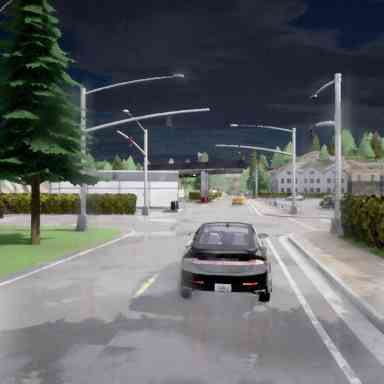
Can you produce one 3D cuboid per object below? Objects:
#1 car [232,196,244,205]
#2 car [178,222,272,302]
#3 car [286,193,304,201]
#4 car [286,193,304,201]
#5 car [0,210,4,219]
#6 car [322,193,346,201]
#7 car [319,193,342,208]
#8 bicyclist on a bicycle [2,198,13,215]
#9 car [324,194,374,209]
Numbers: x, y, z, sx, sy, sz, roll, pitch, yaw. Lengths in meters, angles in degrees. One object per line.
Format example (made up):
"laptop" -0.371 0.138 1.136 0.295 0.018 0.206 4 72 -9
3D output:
"car" 8.108 1.477 58.442 1.882 1.535 5.008 0 0 8
"car" 0.878 1.492 8.337 2.128 1.511 4.902 0 0 8
"car" 24.380 1.077 78.823 3.866 1.878 1.905 0 0 8
"car" 23.316 1.361 75.614 3.806 1.475 1.970 0 0 8
"car" -16.552 1.564 25.184 4.181 1.385 1.994 0 0 8
"car" 31.720 1.097 74.483 4.605 1.855 1.932 0 0 8
"car" 18.646 1.330 41.677 5.027 1.636 2.152 0 0 8
"bicyclist on a bicycle" -17.982 1.453 32.449 0.582 1.620 1.656 0 0 7
"car" 18.265 1.340 38.563 4.514 1.523 2.007 0 0 8
